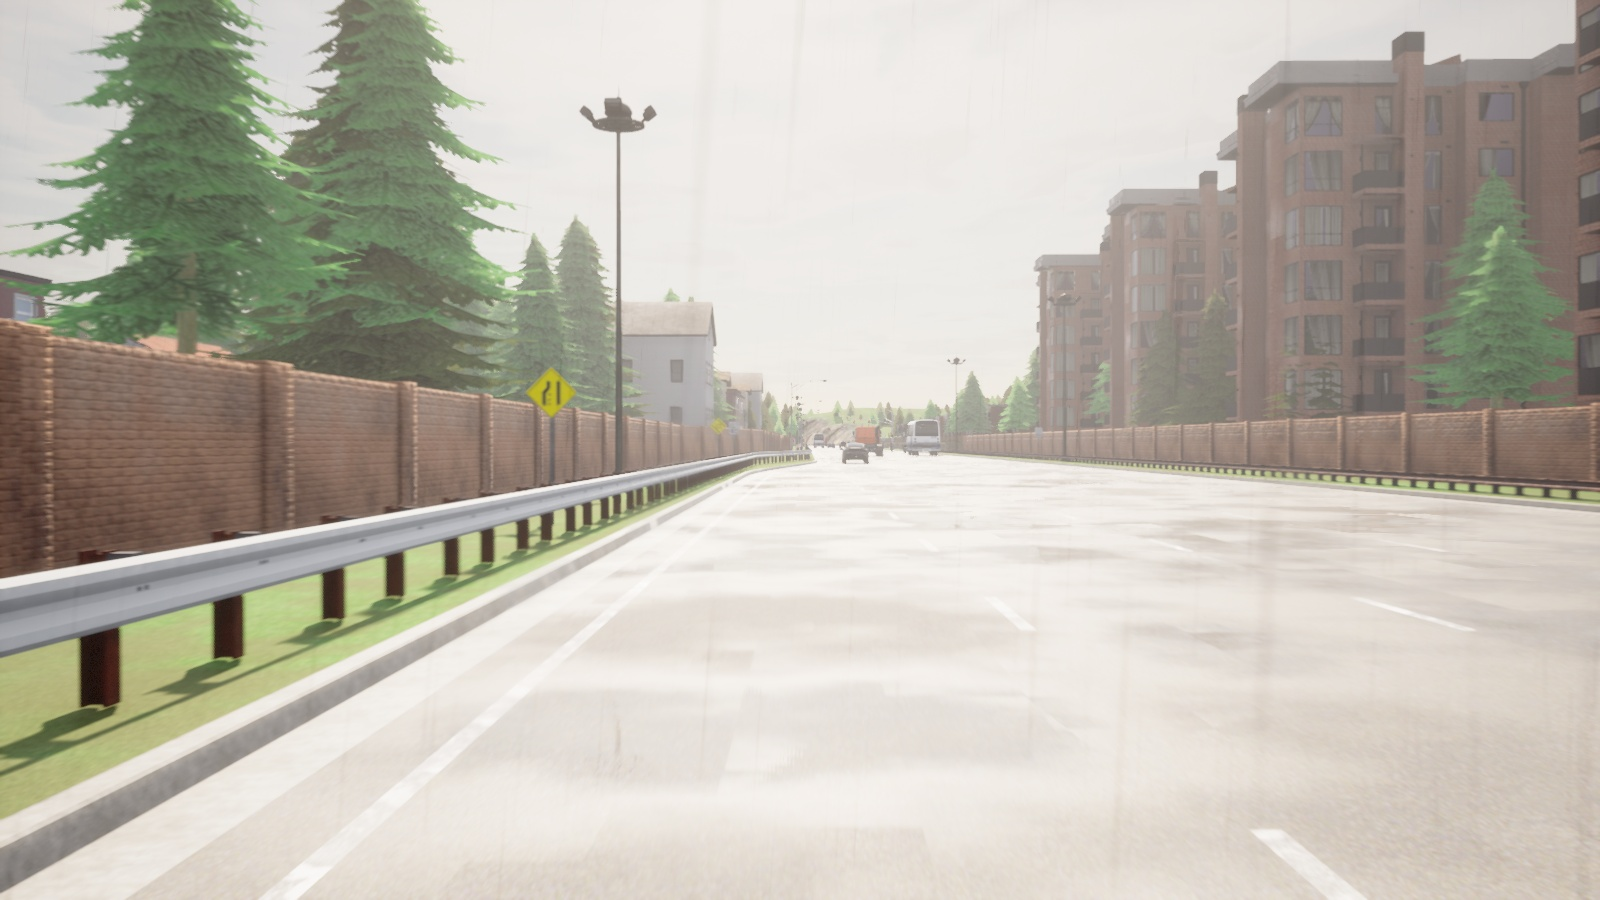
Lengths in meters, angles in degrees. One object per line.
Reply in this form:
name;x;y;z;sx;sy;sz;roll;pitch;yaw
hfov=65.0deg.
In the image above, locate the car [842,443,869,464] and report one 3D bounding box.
car;4.039;0.242;91.994;1.837;1.490;4.892;0;0;0
